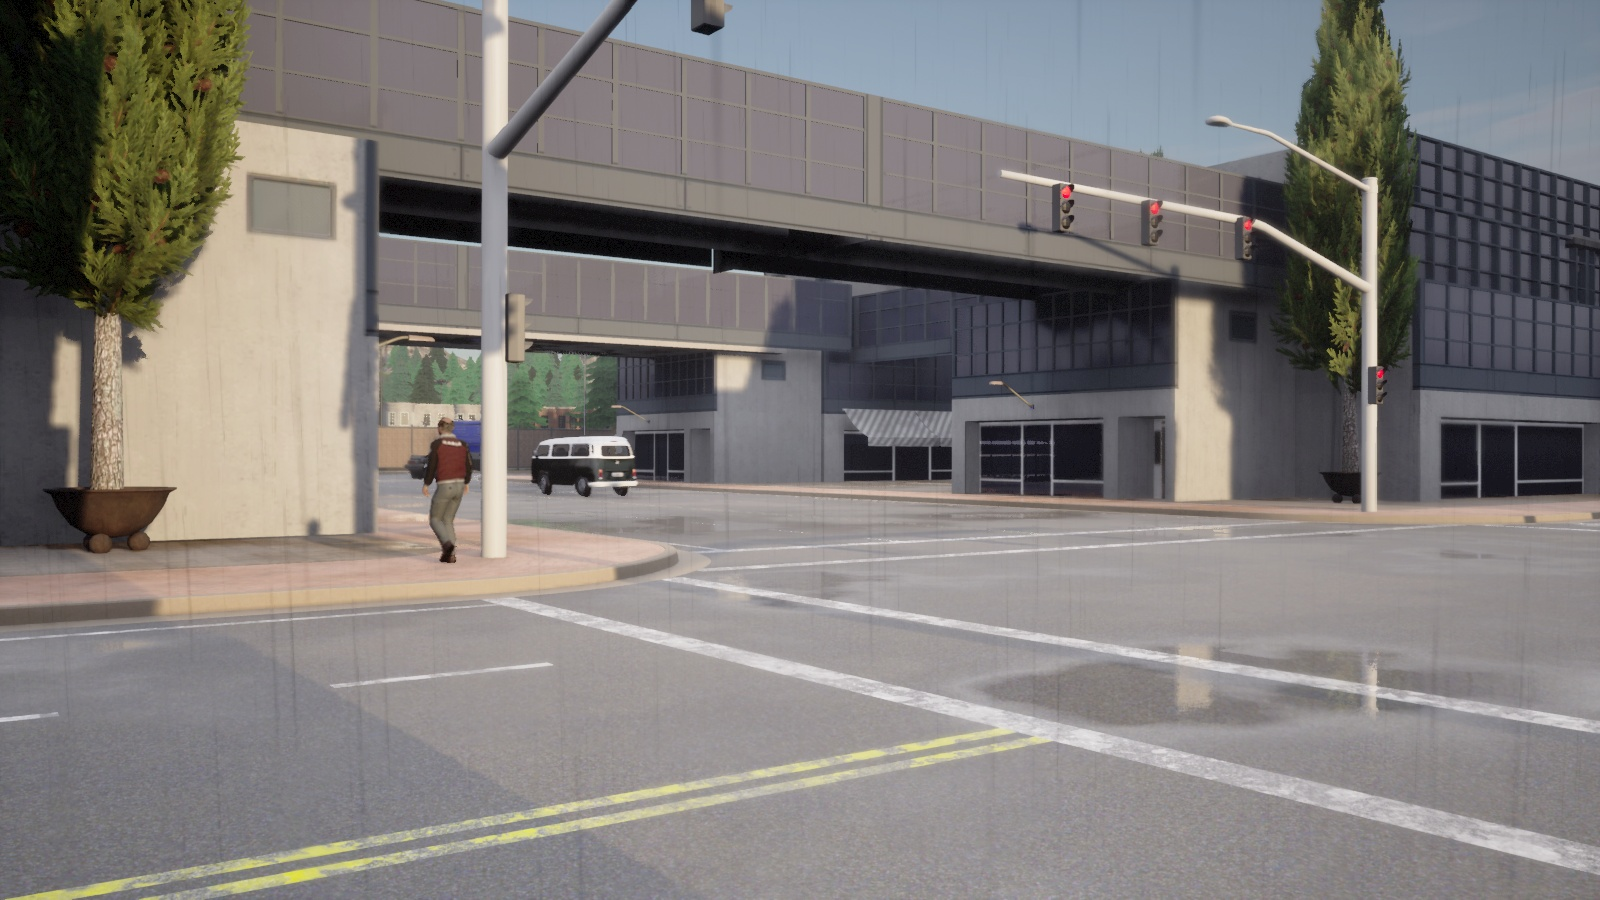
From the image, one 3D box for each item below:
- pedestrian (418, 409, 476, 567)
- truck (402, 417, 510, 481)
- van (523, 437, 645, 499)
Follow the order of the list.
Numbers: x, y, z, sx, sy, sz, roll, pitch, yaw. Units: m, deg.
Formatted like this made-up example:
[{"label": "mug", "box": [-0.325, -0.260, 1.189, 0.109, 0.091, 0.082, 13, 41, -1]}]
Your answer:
[{"label": "pedestrian", "box": [-4.273, 0.450, 15.196, 0.376, 1.854, 0.720, 0, 0, -44]}, {"label": "truck", "box": [-19.734, -0.018, 72.620, 2.891, 3.462, 7.936, 0, 0, 10]}, {"label": "van", "box": [-7.549, 0.591, 43.536, 2.069, 2.038, 4.480, -1, 0, -42]}]
